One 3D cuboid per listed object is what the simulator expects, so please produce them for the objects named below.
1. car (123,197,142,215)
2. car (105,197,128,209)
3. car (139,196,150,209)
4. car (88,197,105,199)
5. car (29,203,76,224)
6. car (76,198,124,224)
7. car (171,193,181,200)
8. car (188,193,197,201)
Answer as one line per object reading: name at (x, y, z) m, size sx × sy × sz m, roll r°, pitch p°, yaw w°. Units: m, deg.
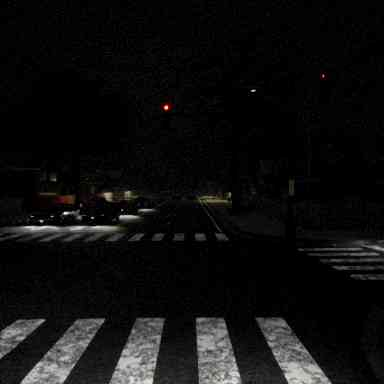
car at (-6.612, 1.499, 33.409) m, size 1.994 × 1.385 × 4.181 m, roll 0°, pitch 0°, yaw 0°
car at (-9.862, 1.432, 43.863) m, size 1.895 × 1.301 × 4.718 m, roll 0°, pitch 1°, yaw 0°
car at (-6.610, 1.336, 43.814) m, size 1.837 × 1.490 × 4.892 m, roll 0°, pitch 1°, yaw 0°
car at (-9.865, 1.285, 33.816) m, size 2.097 × 1.767 × 4.553 m, roll 0°, pitch 0°, yaw 0°
car at (-9.863, 1.511, 24.432) m, size 2.033 × 1.411 × 5.357 m, roll 0°, pitch 0°, yaw 0°
car at (-6.611, 1.468, 24.512) m, size 1.837 × 1.490 × 4.892 m, roll 0°, pitch 0°, yaw 0°
car at (-3.184, 0.937, 67.802) m, size 2.128 × 1.511 × 4.902 m, roll 0°, pitch 1°, yaw 0°
car at (0.070, 0.935, 67.114) m, size 1.882 × 1.535 × 5.008 m, roll 0°, pitch 1°, yaw 0°
